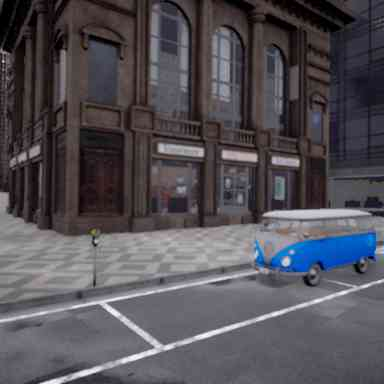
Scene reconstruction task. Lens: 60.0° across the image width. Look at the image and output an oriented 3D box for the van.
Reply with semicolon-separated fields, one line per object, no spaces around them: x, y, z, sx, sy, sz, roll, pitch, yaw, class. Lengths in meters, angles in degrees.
3.460;1.389;9.221;3.998;1.788;1.690;0;0;-35;van
